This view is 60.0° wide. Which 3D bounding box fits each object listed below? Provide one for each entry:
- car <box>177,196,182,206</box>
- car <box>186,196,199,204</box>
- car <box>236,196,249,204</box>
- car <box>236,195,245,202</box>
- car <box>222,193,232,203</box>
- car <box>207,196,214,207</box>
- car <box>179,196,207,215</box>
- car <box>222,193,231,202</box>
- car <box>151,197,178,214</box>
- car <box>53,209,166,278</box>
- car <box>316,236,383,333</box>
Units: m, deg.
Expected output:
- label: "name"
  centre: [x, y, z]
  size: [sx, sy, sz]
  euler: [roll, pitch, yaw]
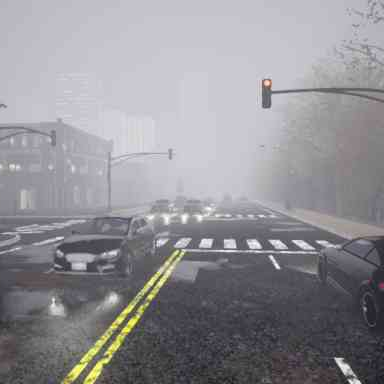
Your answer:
- label: "car"
  centre: [-1.535, 1.340, 49.170]
  size: [2.097, 1.767, 4.553]
  euler: [0, 0, 6]
- label: "car"
  centre: [0.160, 1.541, 64.612]
  size: [1.994, 1.385, 4.181]
  euler: [0, 0, 7]
- label: "car"
  centre: [10.230, 1.465, 65.761]
  size: [2.128, 1.511, 4.902]
  euler: [0, 0, 6]
- label: "car"
  centre: [11.527, 1.521, 78.909]
  size: [1.994, 1.385, 4.181]
  euler: [0, 0, 6]
- label: "car"
  centre: [6.978, 1.478, 65.895]
  size: [1.837, 1.490, 4.892]
  euler: [0, -1, 6]
- label: "car"
  centre: [1.985, 1.584, 51.529]
  size: [1.895, 1.301, 4.718]
  euler: [0, 0, 6]
- label: "car"
  centre: [0.199, 1.468, 34.751]
  size: [1.882, 1.535, 5.008]
  euler: [0, 0, 6]
- label: "car"
  centre: [8.345, 1.194, 79.706]
  size: [2.150, 2.045, 5.566]
  euler: [0, 0, 6]
- label: "car"
  centre: [-3.045, 1.495, 34.980]
  size: [1.837, 1.490, 4.892]
  euler: [0, 0, 6]
- label: "car"
  centre: [-2.406, 1.490, 10.277]
  size: [2.128, 1.511, 4.902]
  euler: [0, 0, 6]
- label: "car"
  centre: [3.952, 1.562, 6.692]
  size: [1.994, 1.385, 4.181]
  euler: [0, 0, 6]
